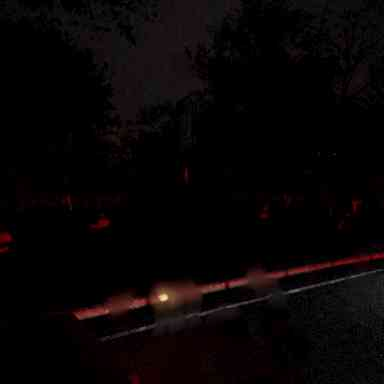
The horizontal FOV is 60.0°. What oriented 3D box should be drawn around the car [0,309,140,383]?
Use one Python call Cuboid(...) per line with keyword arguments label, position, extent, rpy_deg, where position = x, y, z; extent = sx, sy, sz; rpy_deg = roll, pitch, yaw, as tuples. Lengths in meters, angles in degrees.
Cuboid(label="car", position=(-2.793, 1.598, 1.912), extent=(4.718, 1.301, 1.895), rpy_deg=(0, 0, -36))
